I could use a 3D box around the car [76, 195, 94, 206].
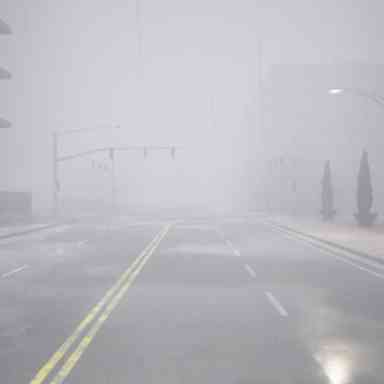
[{"bbox_3d":[-26.731,2.175,83.063,1.970,1.475,3.806,0,-1,0],"label":"car"}]

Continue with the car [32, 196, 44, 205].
[{"bbox_3d":[-32.549,2.033,67.981,1.970,1.475,3.806,0,-1,0],"label":"car"}]
